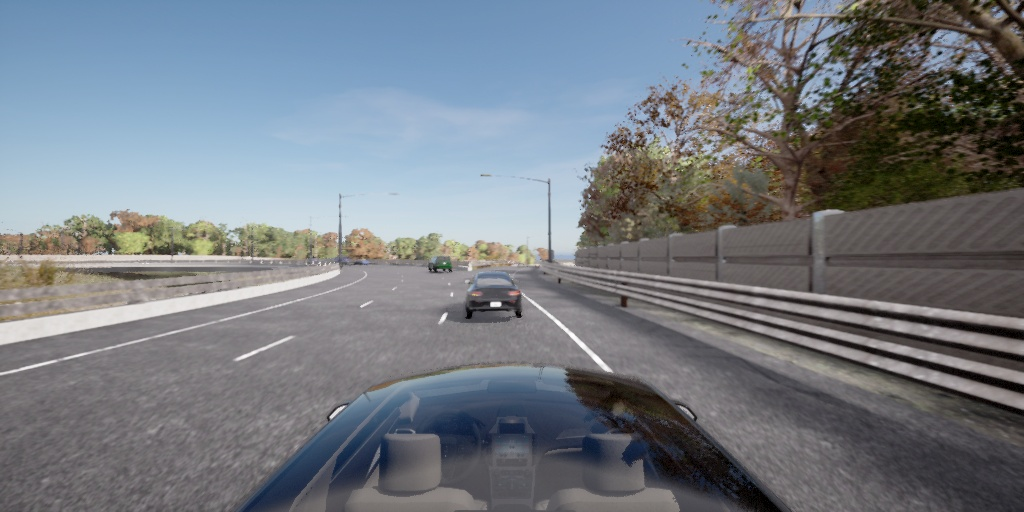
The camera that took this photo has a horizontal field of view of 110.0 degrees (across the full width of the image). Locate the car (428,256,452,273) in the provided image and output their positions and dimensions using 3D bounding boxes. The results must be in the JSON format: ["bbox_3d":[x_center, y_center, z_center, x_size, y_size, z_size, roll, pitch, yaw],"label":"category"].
[{"bbox_3d":[-9.229,1.027,45.842,2.150,2.045,5.566,0,0,-23],"label":"car"}]

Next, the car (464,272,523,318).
[{"bbox_3d":[-0.726,1.283,12.993,1.812,1.442,4.674,0,0,-6],"label":"car"}]
